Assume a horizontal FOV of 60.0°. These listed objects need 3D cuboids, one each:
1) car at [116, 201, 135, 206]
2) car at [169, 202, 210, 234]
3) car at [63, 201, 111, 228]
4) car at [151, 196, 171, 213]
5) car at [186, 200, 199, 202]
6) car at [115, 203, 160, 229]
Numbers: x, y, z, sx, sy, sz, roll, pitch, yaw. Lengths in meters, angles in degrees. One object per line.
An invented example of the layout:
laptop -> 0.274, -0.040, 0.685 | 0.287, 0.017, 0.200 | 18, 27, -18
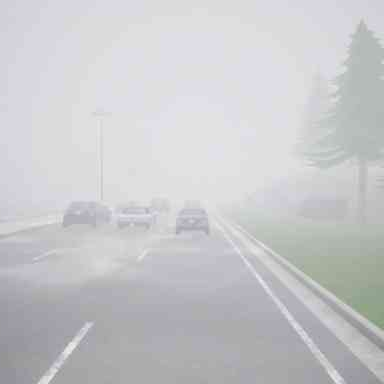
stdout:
car -> -6.940, 1.601, 36.146 | 1.895, 1.301, 4.718 | 0, 0, 0
car -> 0.044, 1.548, 19.267 | 2.033, 1.411, 5.357 | 0, 0, 1
car -> -6.933, 1.352, 22.459 | 2.097, 1.767, 4.553 | 0, 0, 0
car -> -3.436, 1.354, 36.728 | 2.097, 1.767, 4.553 | 0, 0, 1
car -> 0.042, 1.548, 34.250 | 2.033, 1.411, 5.357 | 0, 0, 1
car -> -3.438, 1.601, 21.523 | 1.895, 1.301, 4.718 | 0, 0, 0
